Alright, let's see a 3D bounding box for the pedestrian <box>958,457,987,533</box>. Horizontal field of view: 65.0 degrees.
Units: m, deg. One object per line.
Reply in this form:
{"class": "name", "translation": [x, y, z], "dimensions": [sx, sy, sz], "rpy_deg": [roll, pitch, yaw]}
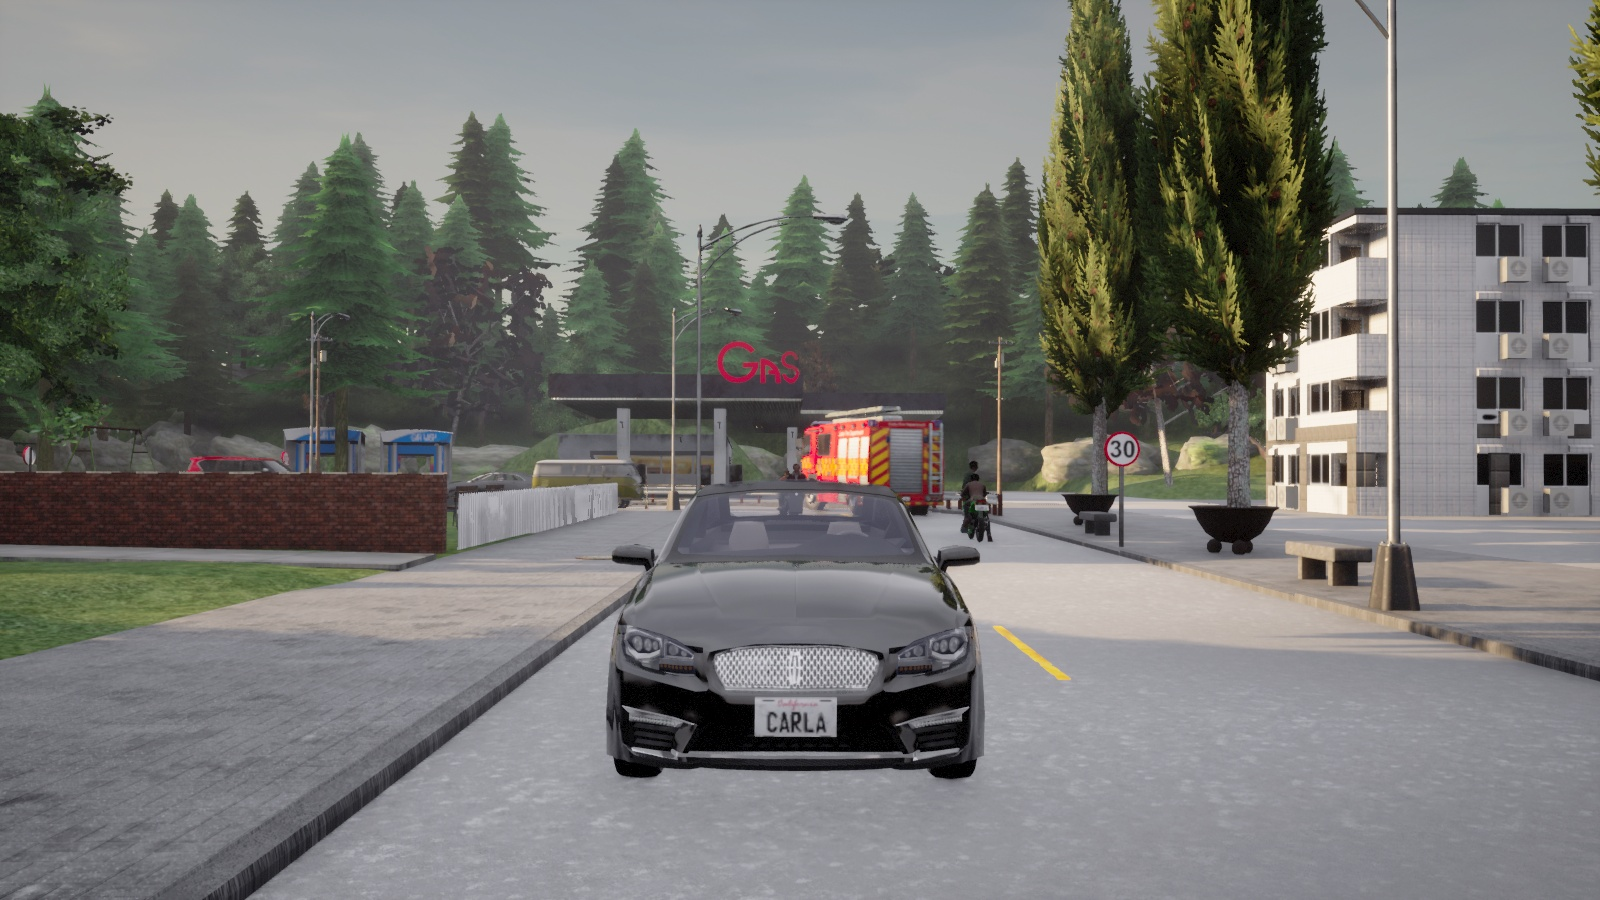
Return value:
{"class": "pedestrian", "translation": [4.271, 1.110, 31.158], "dimensions": [0.614, 1.847, 0.353], "rpy_deg": [0, -1, -19]}

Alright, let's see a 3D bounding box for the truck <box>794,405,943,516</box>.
{"class": "truck", "translation": [2.382, 0.441, 47.721], "dimensions": [2.891, 3.827, 8.468], "rpy_deg": [0, -1, -17]}

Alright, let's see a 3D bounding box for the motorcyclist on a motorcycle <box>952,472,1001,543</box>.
{"class": "motorcyclist on a motorcycle", "translation": [3.939, 1.252, 28.127], "dimensions": [0.797, 1.523, 2.044], "rpy_deg": [0, -1, 0]}

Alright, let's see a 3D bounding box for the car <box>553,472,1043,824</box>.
{"class": "car", "translation": [-0.019, 0.903, 7.912], "dimensions": [2.128, 1.511, 4.902], "rpy_deg": [0, -1, 0]}

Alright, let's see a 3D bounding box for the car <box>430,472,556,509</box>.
{"class": "car", "translation": [-13.212, 1.731, 54.197], "dimensions": [4.902, 1.511, 2.128], "rpy_deg": [0, -1, 0]}

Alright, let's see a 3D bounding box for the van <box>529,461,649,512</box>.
{"class": "van", "translation": [-8.373, 1.440, 50.101], "dimensions": [4.442, 1.987, 1.775], "rpy_deg": [0, -1, 3]}

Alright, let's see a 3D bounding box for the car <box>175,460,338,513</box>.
{"class": "car", "translation": [-21.620, 1.460, 50.154], "dimensions": [5.566, 2.045, 2.150], "rpy_deg": [0, -1, 0]}
